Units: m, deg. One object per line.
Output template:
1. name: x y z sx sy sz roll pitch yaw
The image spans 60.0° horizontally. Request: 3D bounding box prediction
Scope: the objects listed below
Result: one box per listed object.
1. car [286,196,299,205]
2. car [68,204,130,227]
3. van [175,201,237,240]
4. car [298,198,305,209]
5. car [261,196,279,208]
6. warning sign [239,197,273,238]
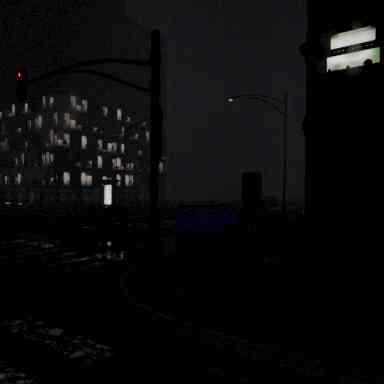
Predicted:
1. car: 16.349 1.364 53.300 1.752 1.417 4.829 1 1 35
2. car: -5.999 1.467 21.879 1.947 1.339 4.313 1 1 35
3. van: 0.833 1.368 17.019 1.690 1.788 3.998 1 1 35
4. car: 15.591 1.442 42.344 1.837 1.490 4.892 1 1 36
5. car: 10.034 1.293 44.420 1.967 1.590 4.097 1 1 35
6. warning sign: 3.115 1.177 16.125 1.300 1.860 1.060 1 1 35
